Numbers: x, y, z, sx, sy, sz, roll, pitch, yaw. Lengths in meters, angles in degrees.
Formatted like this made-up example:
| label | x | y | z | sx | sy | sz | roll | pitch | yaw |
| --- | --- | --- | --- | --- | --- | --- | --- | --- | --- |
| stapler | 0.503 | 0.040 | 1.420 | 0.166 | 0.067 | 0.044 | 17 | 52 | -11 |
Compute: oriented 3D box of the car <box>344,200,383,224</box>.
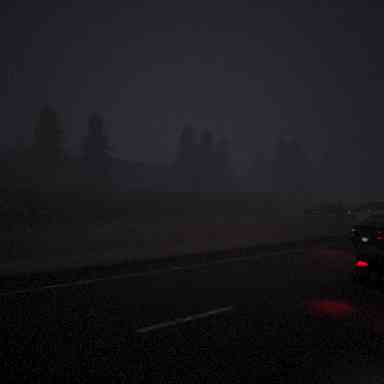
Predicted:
| label | x | y | z | sx | sy | sz | roll | pitch | yaw |
| --- | --- | --- | --- | --- | --- | --- | --- | --- | --- |
| car | 14.832 | 1.584 | 27.561 | 4.553 | 1.767 | 2.097 | 1 | 0 | -36 |

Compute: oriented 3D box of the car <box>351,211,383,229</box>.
| label | x | y | z | sx | sy | sz | roll | pitch | yaw |
| --- | --- | --- | --- | --- | --- | --- | --- | --- | --- |
| car | 8.548 | 1.650 | 14.158 | 4.674 | 1.442 | 1.812 | 1 | 0 | -35 |

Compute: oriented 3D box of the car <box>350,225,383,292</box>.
| label | x | y | z | sx | sy | sz | roll | pitch | yaw |
| --- | --- | --- | --- | --- | --- | --- | --- | --- | --- |
| car | 6.032 | 1.626 | 8.090 | 5.357 | 1.411 | 2.033 | 1 | 0 | -35 |

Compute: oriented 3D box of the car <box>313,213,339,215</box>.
| label | x | y | z | sx | sy | sz | roll | pitch | yaw |
| --- | --- | --- | --- | --- | --- | --- | --- | --- | --- |
| car | 11.754 | 1.698 | 29.616 | 5.008 | 1.535 | 1.882 | 0 | 0 | -36 |
